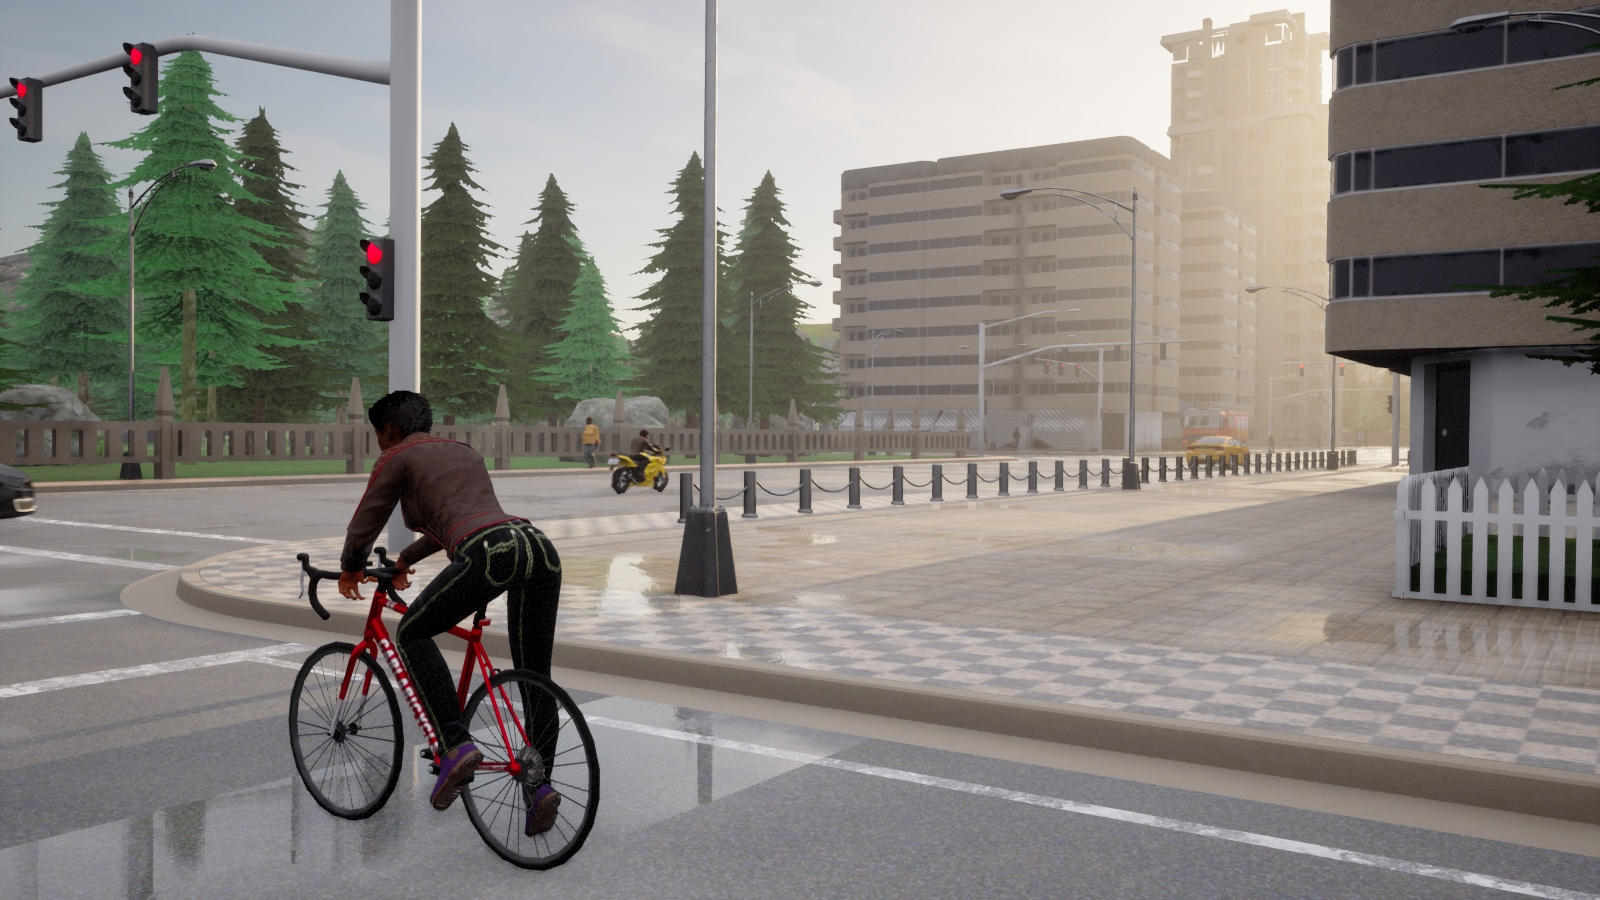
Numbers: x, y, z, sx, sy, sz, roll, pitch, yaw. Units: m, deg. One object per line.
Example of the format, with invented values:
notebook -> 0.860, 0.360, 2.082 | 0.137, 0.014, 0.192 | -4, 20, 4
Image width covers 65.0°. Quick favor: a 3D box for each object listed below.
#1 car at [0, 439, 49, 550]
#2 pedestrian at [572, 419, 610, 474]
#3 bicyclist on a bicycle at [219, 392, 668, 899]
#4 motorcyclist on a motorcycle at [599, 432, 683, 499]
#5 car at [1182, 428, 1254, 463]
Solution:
car -> -12.916, 0.626, 16.617 | 4.892, 1.490, 1.837 | -1, 1, -38
pedestrian -> -7.133, -0.131, 42.861 | 0.874, 1.855, 0.900 | 0, 1, 33
bicyclist on a bicycle -> -1.313, 0.635, 4.495 | 1.656, 1.620, 0.582 | 0, 1, 34
motorcyclist on a motorcycle -> -3.718, 0.343, 29.576 | 0.797, 1.523, 2.044 | 0, 1, 34
car -> 19.315, -0.256, 57.875 | 1.882, 1.535, 5.008 | 0, 1, 34
